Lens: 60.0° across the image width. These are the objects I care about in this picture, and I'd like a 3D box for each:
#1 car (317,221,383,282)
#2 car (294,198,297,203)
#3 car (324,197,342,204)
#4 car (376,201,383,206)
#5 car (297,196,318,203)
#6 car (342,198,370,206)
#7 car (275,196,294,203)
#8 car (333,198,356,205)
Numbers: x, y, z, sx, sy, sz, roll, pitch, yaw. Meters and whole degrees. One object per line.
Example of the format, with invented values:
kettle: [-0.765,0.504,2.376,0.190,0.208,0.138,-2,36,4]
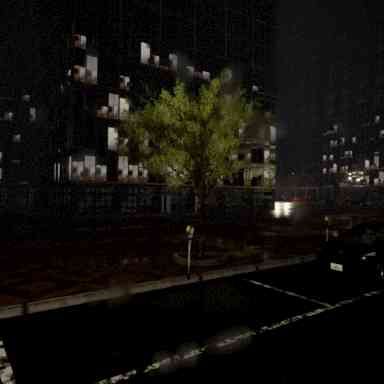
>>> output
car: [5.562,1.574,9.827,4.313,1.339,1.947,0,1,-34]
car: [27.361,2.127,88.294,1.802,1.307,4.206,1,-1,-20]
car: [27.688,1.691,64.558,1.967,1.590,4.097,1,-1,-20]
car: [36.947,1.893,62.197,1.752,1.417,4.829,1,-1,-20]
car: [29.294,1.824,83.046,2.192,1.841,5.009,1,-1,-20]
car: [29.614,1.766,59.307,2.008,1.369,4.403,1,-1,-20]
car: [21.905,1.799,80.305,1.967,1.590,4.097,1,-1,-20]
car: [33.148,1.989,72.540,2.008,1.369,4.403,1,-1,-20]
